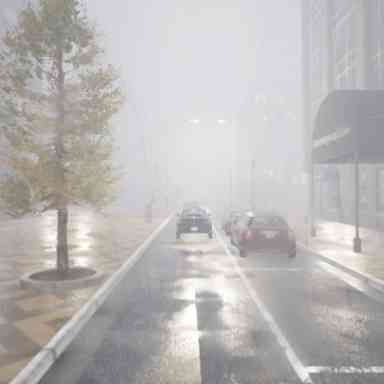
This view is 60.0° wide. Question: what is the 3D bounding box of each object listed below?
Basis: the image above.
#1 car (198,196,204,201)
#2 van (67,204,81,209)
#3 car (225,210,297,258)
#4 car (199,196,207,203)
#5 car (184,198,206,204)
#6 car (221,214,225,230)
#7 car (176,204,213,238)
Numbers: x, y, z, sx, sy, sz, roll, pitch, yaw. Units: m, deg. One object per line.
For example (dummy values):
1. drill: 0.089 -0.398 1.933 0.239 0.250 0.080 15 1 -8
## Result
1. car: 2.571 1.906 95.736 1.752 1.417 4.829 1 0 0
2. van: -17.832 1.559 45.445 3.998 1.788 1.690 -1 -1 14
3. car: 2.578 1.476 12.905 1.967 1.590 4.097 1 0 0
4. car: 2.571 1.862 78.876 1.947 1.339 4.313 1 0 0
5. car: -0.068 1.657 33.916 2.033 1.411 5.357 0 0 -3
6. car: 2.575 1.635 18.471 1.802 1.307 4.206 1 0 0
7. car: 0.100 1.577 17.919 1.812 1.442 4.674 0 0 0
